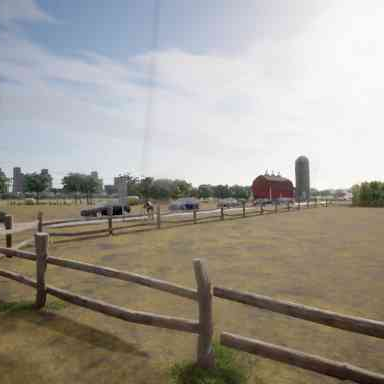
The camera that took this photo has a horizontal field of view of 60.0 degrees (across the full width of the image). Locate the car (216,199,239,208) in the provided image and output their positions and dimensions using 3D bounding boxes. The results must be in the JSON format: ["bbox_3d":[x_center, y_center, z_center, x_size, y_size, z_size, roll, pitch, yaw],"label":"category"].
[{"bbox_3d":[5.329,1.705,49.269,1.994,1.385,4.181,-2,-1,36],"label":"car"}]

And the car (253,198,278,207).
[{"bbox_3d":[11.542,1.680,53.012,1.895,1.301,4.718,-2,-2,35],"label":"car"}]

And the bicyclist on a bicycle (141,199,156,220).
[{"bbox_3d":[-3.522,1.419,26.545,1.656,1.620,0.582,0,0,35],"label":"bicyclist on a bicycle"}]

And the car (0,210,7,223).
[{"bbox_3d":[-14.596,1.596,21.375,1.837,1.490,4.892,-2,-1,38],"label":"car"}]

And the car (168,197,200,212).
[{"bbox_3d":[-0.960,1.474,40.502,2.097,1.767,4.553,-2,-1,35],"label":"car"}]

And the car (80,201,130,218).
[{"bbox_3d":[-7.914,1.584,30.689,1.882,1.535,5.008,-2,-1,35],"label":"car"}]

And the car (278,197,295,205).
[{"bbox_3d":[17.303,1.688,61.112,2.033,1.411,5.357,-2,-2,35],"label":"car"}]
